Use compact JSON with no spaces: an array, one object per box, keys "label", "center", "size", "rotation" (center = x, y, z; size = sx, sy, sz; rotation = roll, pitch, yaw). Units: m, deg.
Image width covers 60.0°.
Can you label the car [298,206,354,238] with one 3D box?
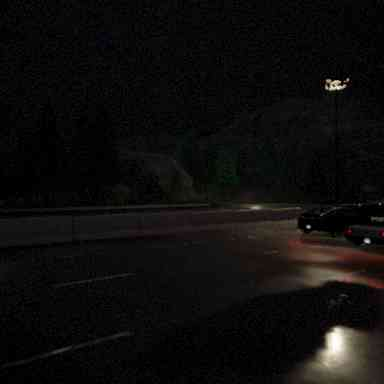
[{"label":"car","center":[7.752,1.504,17.882],"size":[4.902,1.511,2.128],"rotation":[0,0,-35]}]

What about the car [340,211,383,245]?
[{"label":"car","center":[8.604,1.611,14.189],"size":[4.718,1.301,1.895],"rotation":[0,0,-35]}]
